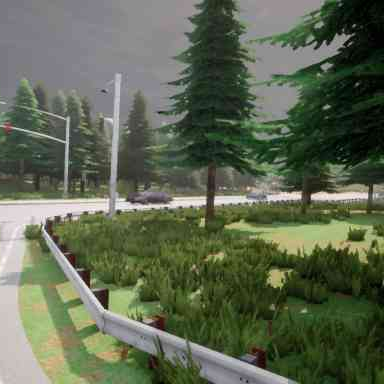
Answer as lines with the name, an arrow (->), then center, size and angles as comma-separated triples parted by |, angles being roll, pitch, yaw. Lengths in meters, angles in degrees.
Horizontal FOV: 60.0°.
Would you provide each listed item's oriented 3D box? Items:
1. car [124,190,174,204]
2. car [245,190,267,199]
car -> -4.109, 0.540, 33.149 | 2.033, 1.411, 5.357 | 5, 3, 39
car -> 9.896, 0.505, 50.746 | 1.812, 1.442, 4.674 | 5, 3, 37
